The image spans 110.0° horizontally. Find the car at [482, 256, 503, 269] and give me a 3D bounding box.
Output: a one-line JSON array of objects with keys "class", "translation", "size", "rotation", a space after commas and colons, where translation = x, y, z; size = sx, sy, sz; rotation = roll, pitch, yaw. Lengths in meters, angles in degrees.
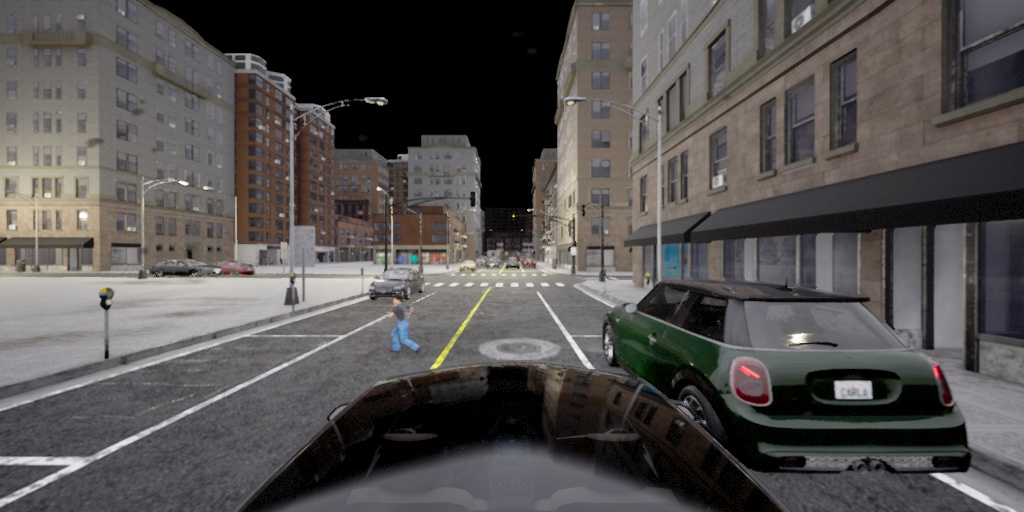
[{"class": "car", "translation": [-2.784, 1.106, 52.616], "size": [2.128, 1.511, 4.902], "rotation": [0, 0, 0]}]

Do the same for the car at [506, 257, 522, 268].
[{"class": "car", "translation": [0.137, 1.174, 54.568], "size": [1.994, 1.385, 4.181], "rotation": [0, 0, 0]}]

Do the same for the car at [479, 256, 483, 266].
[{"class": "car", "translation": [-5.336, 1.143, 61.010], "size": [2.007, 1.370, 4.403], "rotation": [0, 0, 0]}]

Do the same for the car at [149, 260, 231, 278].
[{"class": "car", "translation": [-26.127, 1.045, 28.842], "size": [4.902, 1.511, 2.128], "rotation": [0, 0, 0]}]

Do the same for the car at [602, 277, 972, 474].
[{"class": "car", "translation": [2.752, 1.092, 5.015], "size": [2.097, 1.767, 4.553], "rotation": [0, 0, 0]}]

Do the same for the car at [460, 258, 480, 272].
[{"class": "car", "translation": [-5.351, 1.162, 43.854], "size": [1.751, 1.417, 4.829], "rotation": [0, 0, 0]}]

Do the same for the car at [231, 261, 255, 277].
[{"class": "car", "translation": [-25.321, 1.115, 31.790], "size": [4.181, 1.385, 1.994], "rotation": [0, 0, 0]}]

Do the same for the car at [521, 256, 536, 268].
[{"class": "car", "translation": [2.685, 1.048, 55.340], "size": [1.967, 1.591, 4.097], "rotation": [0, 0, 0]}]

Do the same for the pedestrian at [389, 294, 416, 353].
[{"class": "pedestrian", "translation": [-2.171, 1.309, 7.134], "size": [0.375, 1.300, 0.375], "rotation": [0, 0, -8]}]

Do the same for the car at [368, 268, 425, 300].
[{"class": "car", "translation": [-5.374, 1.258, 17.178], "size": [2.007, 1.370, 4.403], "rotation": [0, 0, 0]}]
